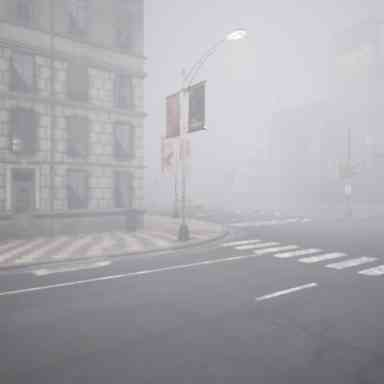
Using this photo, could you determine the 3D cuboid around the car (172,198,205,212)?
[{"bbox_3d":[-0.459,1.518,40.277,1.882,1.535,5.008,0,0,-36],"label":"car"}]
